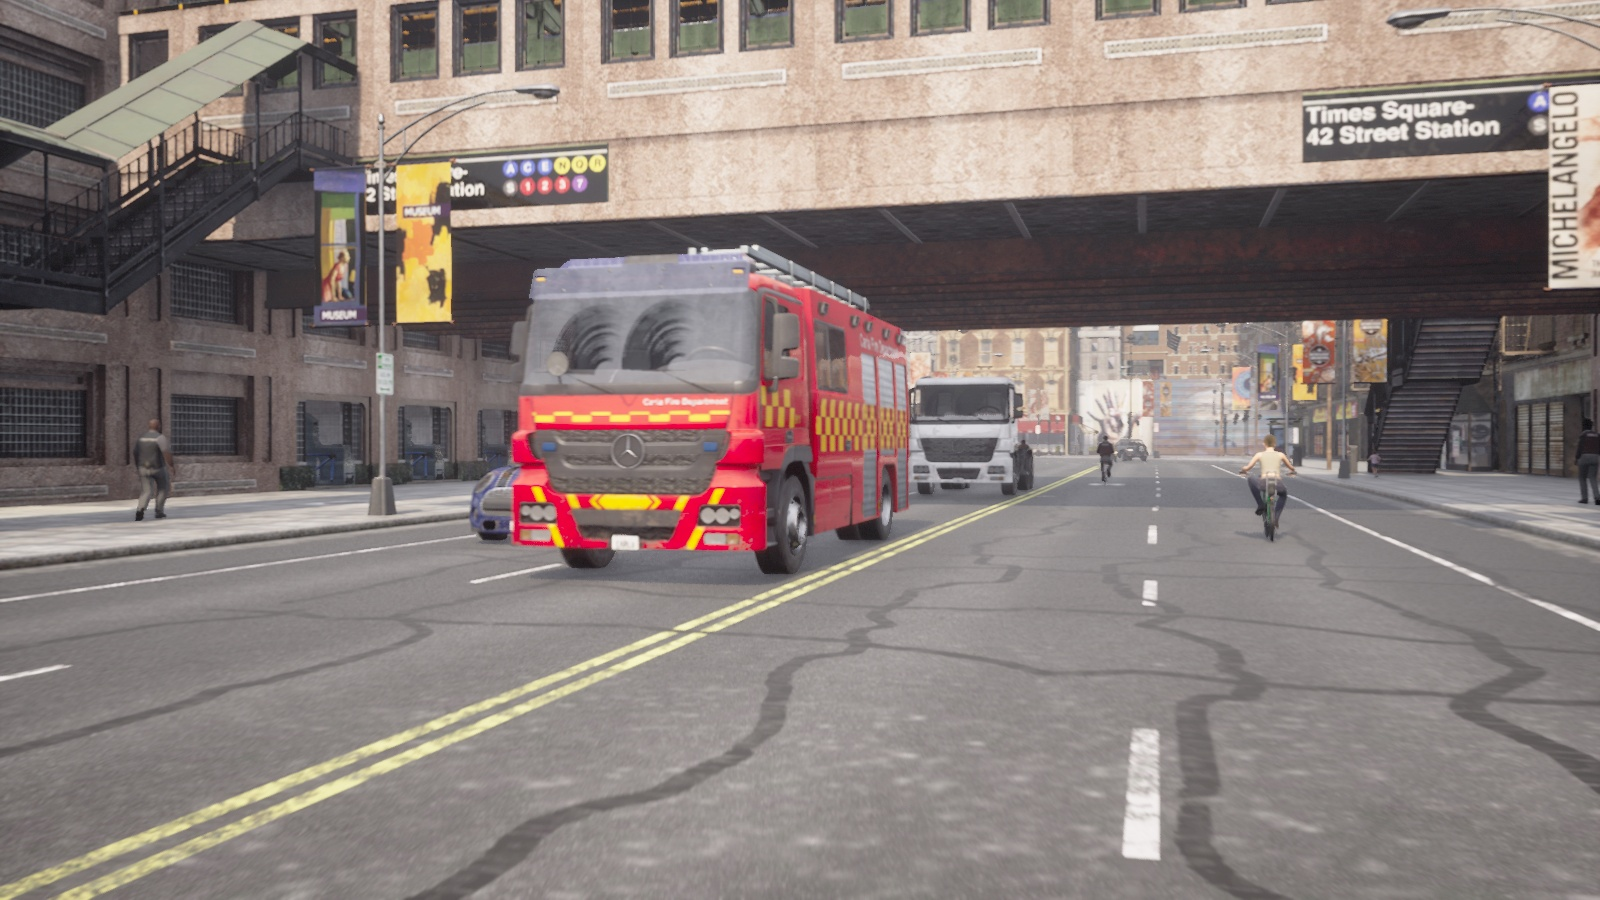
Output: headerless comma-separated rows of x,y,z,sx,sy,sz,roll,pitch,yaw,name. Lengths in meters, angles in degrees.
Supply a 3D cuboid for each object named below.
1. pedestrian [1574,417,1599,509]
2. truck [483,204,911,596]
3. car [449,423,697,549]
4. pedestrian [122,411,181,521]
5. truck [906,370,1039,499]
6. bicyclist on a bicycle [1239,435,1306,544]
16.879,0.267,26.788,0.402,1.930,0.666,0,0,9,pedestrian
-0.746,-0.512,16.717,2.891,3.827,8.468,0,0,16,truck
-3.437,0.490,20.058,2.097,1.767,4.553,0,0,16,car
-11.245,0.273,21.797,0.563,1.883,0.849,0,0,1,pedestrian
5.407,-0.443,37.962,2.891,3.462,7.936,0,0,16,truck
7.276,0.580,19.395,0.866,1.612,1.509,0,0,16,bicyclist on a bicycle
